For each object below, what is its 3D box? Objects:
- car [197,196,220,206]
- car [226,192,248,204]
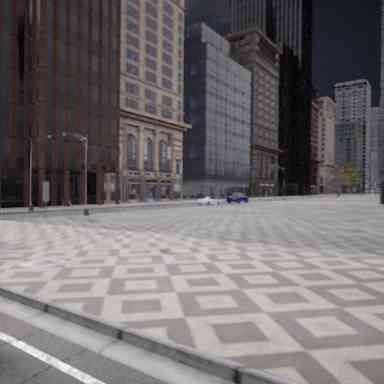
[{"bbox_3d":[2.607,1.414,52.504,1.812,1.442,4.674,1,1,36],"label":"car"},{"bbox_3d":[8.262,1.067,60.580,2.150,2.045,5.566,1,1,35],"label":"car"}]
